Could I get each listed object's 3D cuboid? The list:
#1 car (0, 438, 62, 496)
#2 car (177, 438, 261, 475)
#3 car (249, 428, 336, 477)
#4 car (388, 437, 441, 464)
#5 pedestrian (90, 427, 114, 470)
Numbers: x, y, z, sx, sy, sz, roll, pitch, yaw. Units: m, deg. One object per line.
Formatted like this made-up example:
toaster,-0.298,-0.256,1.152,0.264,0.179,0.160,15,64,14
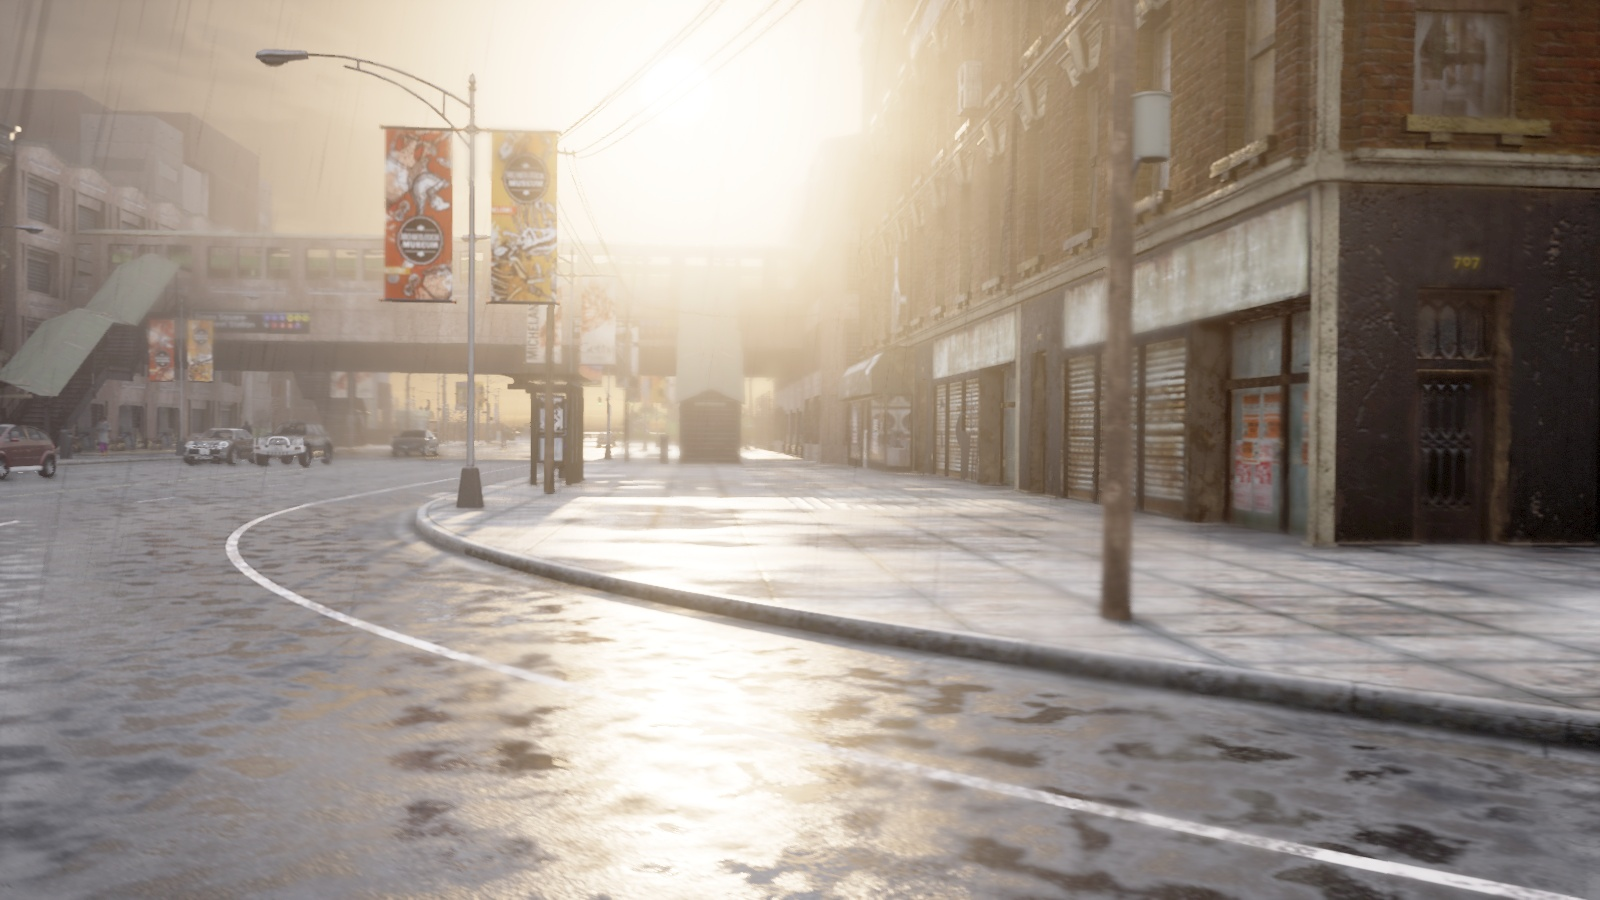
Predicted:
car,-22.680,0.450,35.386,1.789,1.549,3.705,-1,1,-4
car,-23.980,0.236,51.973,1.970,1.475,3.806,-1,1,-4
car,-20.362,0.075,50.586,1.932,1.855,4.605,-1,1,-4
car,-22.023,0.005,71.876,1.837,1.490,4.892,-1,1,-4
pedestrian,-31.796,-0.073,57.232,0.659,1.952,0.873,-1,1,-8
